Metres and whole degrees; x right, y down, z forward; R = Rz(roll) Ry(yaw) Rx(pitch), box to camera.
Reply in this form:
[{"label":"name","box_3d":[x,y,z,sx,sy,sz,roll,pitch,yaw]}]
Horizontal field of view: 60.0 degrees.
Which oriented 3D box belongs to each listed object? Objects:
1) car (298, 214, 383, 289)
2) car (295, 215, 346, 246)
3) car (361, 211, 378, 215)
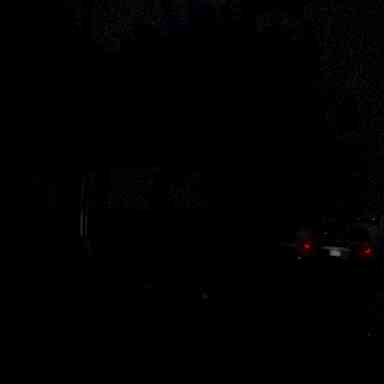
[{"label":"car","box_3d":[5.035,1.735,10.654,2.097,1.767,4.553,0,-2,34]},{"label":"car","box_3d":[8.040,2.274,20.492,1.837,1.490,4.892,0,-2,35]},{"label":"car","box_3d":[20.303,2.993,38.214,1.882,1.535,5.008,0,-2,35]}]
